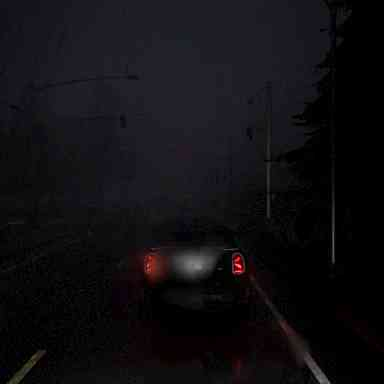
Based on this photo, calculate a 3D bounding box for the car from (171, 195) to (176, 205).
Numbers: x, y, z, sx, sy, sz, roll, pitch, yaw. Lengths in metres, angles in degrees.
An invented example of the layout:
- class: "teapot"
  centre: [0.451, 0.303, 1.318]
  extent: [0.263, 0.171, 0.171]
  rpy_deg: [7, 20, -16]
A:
- class: "car"
  centre: [-4.051, 1.475, 53.995]
  extent: [1.837, 1.490, 4.892]
  rpy_deg: [0, 0, 0]

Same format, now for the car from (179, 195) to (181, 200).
- class: "car"
  centre: [-2.115, 1.158, 83.545]
  extent: [2.097, 1.767, 4.553]
  rpy_deg: [0, 0, -13]

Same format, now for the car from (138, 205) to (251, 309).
- class: "car"
  centre: [0.072, 1.352, 8.047]
  extent: [2.097, 1.767, 4.553]
  rpy_deg: [0, 0, 1]

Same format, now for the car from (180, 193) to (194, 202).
- class: "car"
  centre: [-0.841, 1.555, 73.411]
  extent: [1.895, 1.301, 4.718]
  rpy_deg: [0, 0, -7]

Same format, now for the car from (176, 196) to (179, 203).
- class: "car"
  centre: [-4.112, 1.322, 65.905]
  extent: [2.097, 1.767, 4.553]
  rpy_deg: [0, 0, 0]

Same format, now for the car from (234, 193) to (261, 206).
- class: "car"
  centre: [8.504, 1.146, 51.272]
  extent: [3.866, 1.878, 1.905]
  rpy_deg: [0, 0, -1]

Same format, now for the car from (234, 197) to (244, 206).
- class: "car"
  centre: [8.915, 1.144, 48.761]
  extent: [4.605, 1.855, 1.932]
  rpy_deg: [0, 0, -1]

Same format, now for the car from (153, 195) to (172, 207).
- class: "car"
  centre: [-3.986, 1.496, 43.622]
  extent: [1.812, 1.442, 4.674]
  rpy_deg: [0, 0, 0]
